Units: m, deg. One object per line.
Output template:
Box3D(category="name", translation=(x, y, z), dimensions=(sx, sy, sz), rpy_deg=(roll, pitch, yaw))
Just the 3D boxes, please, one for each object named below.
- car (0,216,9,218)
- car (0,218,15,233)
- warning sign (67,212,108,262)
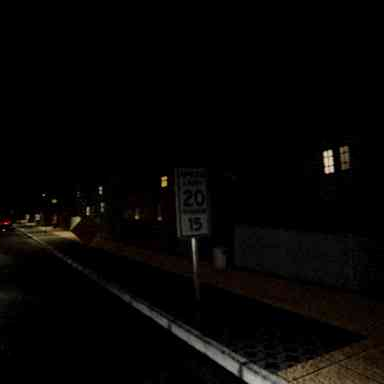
Box3D(category="car", translation=(-26.112, 4.407, 45.804), dimensions=(1.812, 1.442, 4.674), rpy_deg=(0, -3, -31))
Box3D(category="car", translation=(-21.057, 3.930, 37.312), dimensions=(1.895, 1.301, 4.718), rpy_deg=(0, -3, -31))
Box3D(category="warning sign", translation=(-4.390, 1.850, 13.923), dimensions=(1.300, 1.860, 1.060), rpy_deg=(-3, -4, -31))
